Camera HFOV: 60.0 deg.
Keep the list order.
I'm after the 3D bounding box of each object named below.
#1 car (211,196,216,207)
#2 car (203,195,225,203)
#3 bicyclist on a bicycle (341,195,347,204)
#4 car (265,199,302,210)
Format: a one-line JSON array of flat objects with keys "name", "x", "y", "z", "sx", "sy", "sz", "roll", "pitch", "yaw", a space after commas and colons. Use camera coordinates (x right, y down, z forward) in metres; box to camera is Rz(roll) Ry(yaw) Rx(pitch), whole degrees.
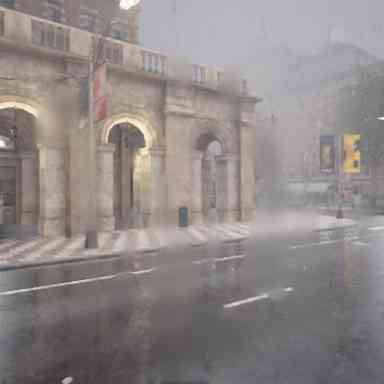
[{"name": "car", "x": 1.437, "y": 1.579, "z": 46.360, "sx": 1.895, "sy": 1.301, "sz": 4.718, "roll": 0, "pitch": 0, "yaw": -36}, {"name": "car", "x": 4.723, "y": 1.493, "z": 72.949, "sx": 2.128, "sy": 1.511, "sz": 4.902, "roll": 0, "pitch": 0, "yaw": -36}, {"name": "bicyclist on a bicycle", "x": 26.026, "y": 1.272, "z": 56.956, "sx": 1.656, "sy": 1.620, "sz": 0.582, "roll": 0, "pitch": 0, "yaw": -36}, {"name": "car", "x": 11.907, "y": 1.582, "z": 43.236, "sx": 1.895, "sy": 1.301, "sz": 4.718, "roll": 0, "pitch": 0, "yaw": -36}]
